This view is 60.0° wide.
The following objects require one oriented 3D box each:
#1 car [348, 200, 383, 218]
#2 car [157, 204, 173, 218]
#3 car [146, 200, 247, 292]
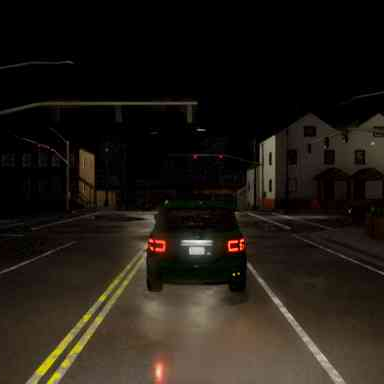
[{"bbox_3d":[16.562,1.483,29.798,4.902,1.511,2.128,0,0,-1],"label":"car"},{"bbox_3d":[-3.594,2.584,45.340,1.812,1.442,4.674,0,-8,0],"label":"car"},{"bbox_3d":[0.090,1.219,9.070,2.150,2.045,5.566,0,0,0],"label":"car"}]
